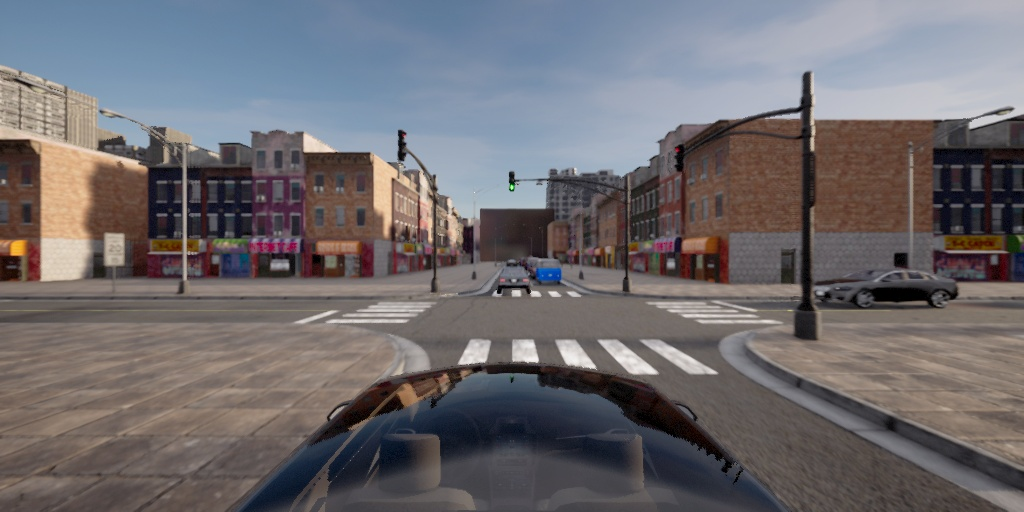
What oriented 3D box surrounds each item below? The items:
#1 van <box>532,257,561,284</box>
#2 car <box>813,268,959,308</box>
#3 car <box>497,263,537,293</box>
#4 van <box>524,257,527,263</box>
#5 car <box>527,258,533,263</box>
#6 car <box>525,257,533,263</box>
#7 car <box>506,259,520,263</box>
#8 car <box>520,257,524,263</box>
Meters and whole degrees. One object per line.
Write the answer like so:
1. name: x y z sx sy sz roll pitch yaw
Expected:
1. van: 2.639 1.106 26.551 1.690 1.789 3.998 0 0 0
2. car: 14.986 1.250 14.594 4.902 1.511 2.128 0 0 0
3. car: 0.102 1.308 20.902 2.033 1.411 5.357 0 0 0
4. van: 2.640 1.124 42.977 1.690 1.789 3.998 0 0 0
5. car: 2.639 1.211 32.026 1.967 1.591 4.097 0 0 0
6. car: 2.640 1.216 37.501 1.967 1.591 4.097 0 0 0
7. car: 0.003 1.278 56.173 1.882 1.535 5.008 0 0 0
8. car: 2.640 1.104 48.449 2.192 1.841 5.009 0 0 0
